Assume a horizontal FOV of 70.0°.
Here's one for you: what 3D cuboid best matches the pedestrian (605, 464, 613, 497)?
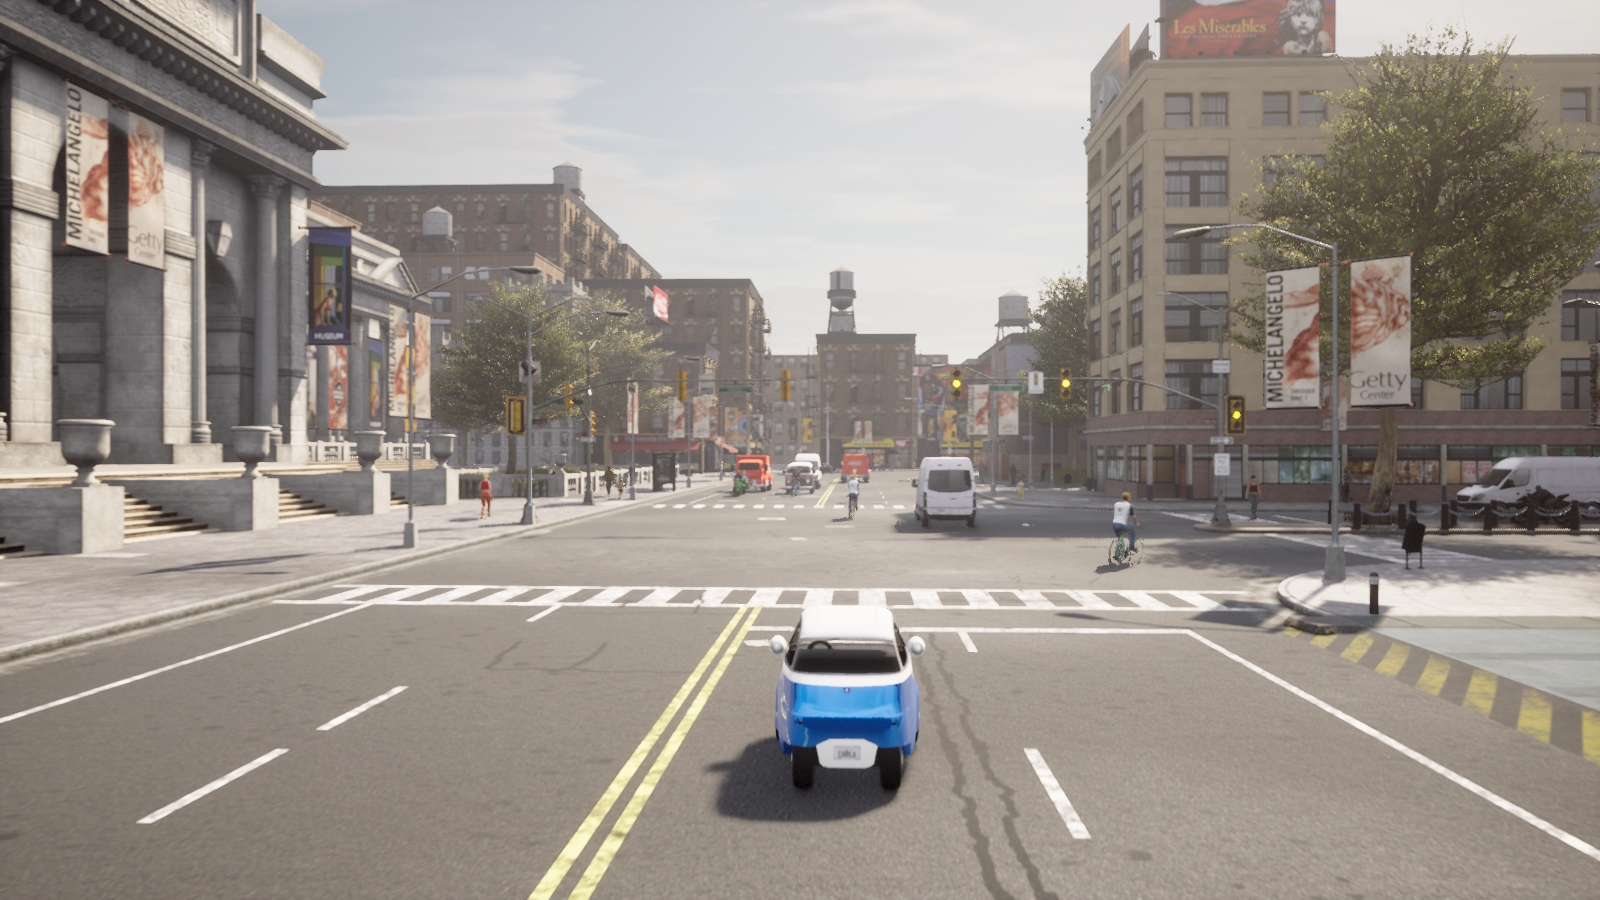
[{"bbox_3d":[-10.755,1.731,64.369,0.375,1.860,0.375,0,0,-5],"label":"pedestrian"}]

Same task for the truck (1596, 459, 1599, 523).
[{"bbox_3d":[33.730,1.593,43.347,5.204,2.467,2.627,0,0,3],"label":"truck"}]

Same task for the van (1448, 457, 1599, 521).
[{"bbox_3d":[30.200,1.564,47.005,5.915,2.561,1.988,0,0,3],"label":"van"}]

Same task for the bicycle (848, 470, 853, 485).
[{"bbox_3d":[4.128,2.258,93.039,0.373,1.196,1.643,0,0,3],"label":"bicycle"}]

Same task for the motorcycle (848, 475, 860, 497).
[{"bbox_3d":[3.355,2.210,70.679,0.764,1.277,2.356,0,0,3],"label":"motorcycle"}]

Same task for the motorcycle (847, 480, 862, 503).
[{"bbox_3d":[2.950,2.248,62.200,0.803,1.145,2.033,0,0,3],"label":"motorcycle"}]

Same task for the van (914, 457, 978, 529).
[{"bbox_3d":[5.559,1.560,44.121,1.988,2.561,5.915,0,0,3],"label":"van"}]

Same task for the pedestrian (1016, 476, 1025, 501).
[{"bbox_3d":[11.590,2.011,59.996,0.375,1.300,0.375,0,0,-8],"label":"pedestrian"}]

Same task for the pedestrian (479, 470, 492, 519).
[{"bbox_3d":[-12.105,1.721,43.927,0.375,1.860,0.375,0,0,5],"label":"pedestrian"}]

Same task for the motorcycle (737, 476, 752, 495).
[{"bbox_3d":[-3.528,2.254,73.022,0.803,1.145,2.033,0,0,3],"label":"motorcycle"}]

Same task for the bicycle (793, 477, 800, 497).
[{"bbox_3d":[-0.222,2.249,69.080,0.329,1.171,1.835,0,0,3],"label":"bicycle"}]

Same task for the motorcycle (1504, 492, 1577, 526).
[{"bbox_3d":[28.240,2.232,43.595,2.209,1.251,0.867,0,0,3],"label":"motorcycle"}]

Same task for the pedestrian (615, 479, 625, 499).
[{"bbox_3d":[-9.780,2.110,62.178,0.500,1.100,0.500,0,0,-3],"label":"pedestrian"}]

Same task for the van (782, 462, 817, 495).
[{"bbox_3d":[0.010,1.824,74.077,2.069,2.038,4.480,0,0,3],"label":"van"}]

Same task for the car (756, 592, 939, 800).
[{"bbox_3d":[0.426,2.127,10.350,1.481,1.376,2.207,0,0,2],"label":"car"}]

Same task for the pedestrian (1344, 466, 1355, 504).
[{"bbox_3d":[27.416,1.732,56.963,0.375,1.860,0.375,0,0,3],"label":"pedestrian"}]

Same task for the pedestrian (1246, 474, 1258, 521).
[{"bbox_3d":[18.018,1.876,45.520,0.375,1.860,0.375,0,0,9],"label":"pedestrian"}]

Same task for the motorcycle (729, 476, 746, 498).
[{"bbox_3d":[-3.750,2.221,69.142,0.856,1.236,1.805,0,0,3],"label":"motorcycle"}]
